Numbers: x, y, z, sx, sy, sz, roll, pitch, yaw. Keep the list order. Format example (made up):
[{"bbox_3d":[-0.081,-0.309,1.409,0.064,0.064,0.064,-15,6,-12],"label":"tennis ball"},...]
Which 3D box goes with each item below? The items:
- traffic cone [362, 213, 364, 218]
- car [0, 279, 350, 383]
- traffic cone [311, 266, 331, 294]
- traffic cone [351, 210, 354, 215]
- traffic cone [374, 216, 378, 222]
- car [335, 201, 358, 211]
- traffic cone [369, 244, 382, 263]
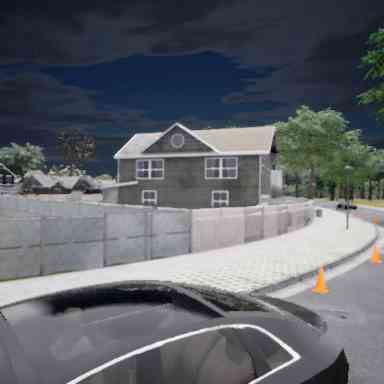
[{"bbox_3d":[16.770,2.275,32.601,0.340,0.580,0.340,1,0,15],"label":"traffic cone"},{"bbox_3d":[-0.839,1.514,2.137,4.892,1.490,1.837,1,0,-38],"label":"car"},{"bbox_3d":[3.044,2.040,7.842,0.340,0.580,0.340,1,-1,-45],"label":"traffic cone"},{"bbox_3d":[18.049,2.308,37.435,0.340,0.580,0.340,1,0,15],"label":"traffic cone"},{"bbox_3d":[15.446,2.242,27.930,0.340,0.580,0.340,1,0,18],"label":"traffic cone"},{"bbox_3d":[22.592,2.050,48.719,1.895,1.301,4.718,1,0,9],"label":"car"},{"bbox_3d":[6.264,2.088,11.353,0.340,0.580,0.340,0,0,40],"label":"traffic cone"}]
